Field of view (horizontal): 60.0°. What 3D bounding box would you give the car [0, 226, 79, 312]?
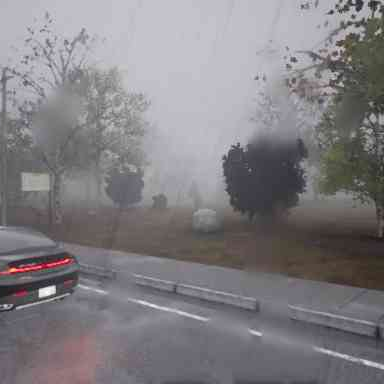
[{"bbox_3d":[-4.407,1.500,7.138,4.892,1.490,1.837,-1,-1,37],"label":"car"}]
